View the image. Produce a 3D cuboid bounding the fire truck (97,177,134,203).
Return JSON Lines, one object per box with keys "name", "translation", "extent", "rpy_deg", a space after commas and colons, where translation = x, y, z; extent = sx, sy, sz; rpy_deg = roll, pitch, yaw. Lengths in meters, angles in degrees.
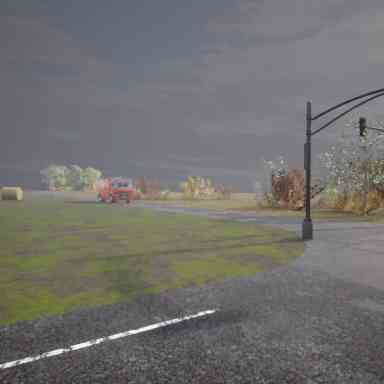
{"name": "fire truck", "translation": [-11.714, -0.354, 50.084], "extent": [2.891, 3.827, 8.468], "rpy_deg": [1, 0, -32]}
